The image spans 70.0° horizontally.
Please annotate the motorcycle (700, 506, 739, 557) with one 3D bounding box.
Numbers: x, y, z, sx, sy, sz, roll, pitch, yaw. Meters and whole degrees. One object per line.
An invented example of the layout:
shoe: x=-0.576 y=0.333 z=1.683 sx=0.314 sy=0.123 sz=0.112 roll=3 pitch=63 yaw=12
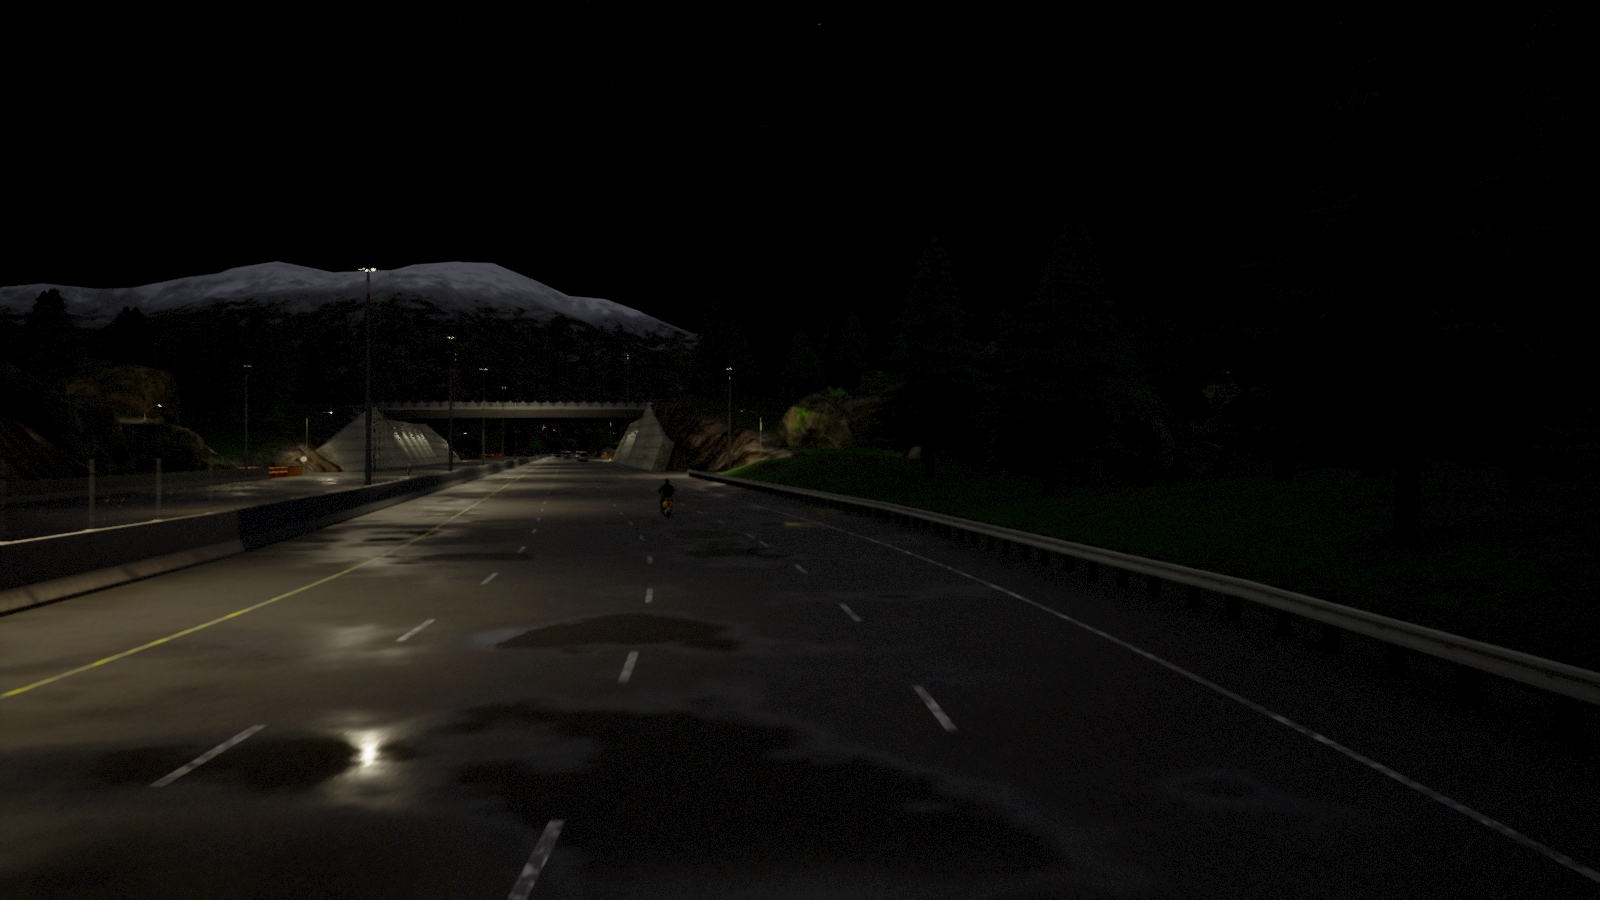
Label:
motorcycle: x=-2.190 y=2.185 z=30.861 sx=0.856 sy=1.236 sz=1.805 roll=0 pitch=0 yaw=-11
